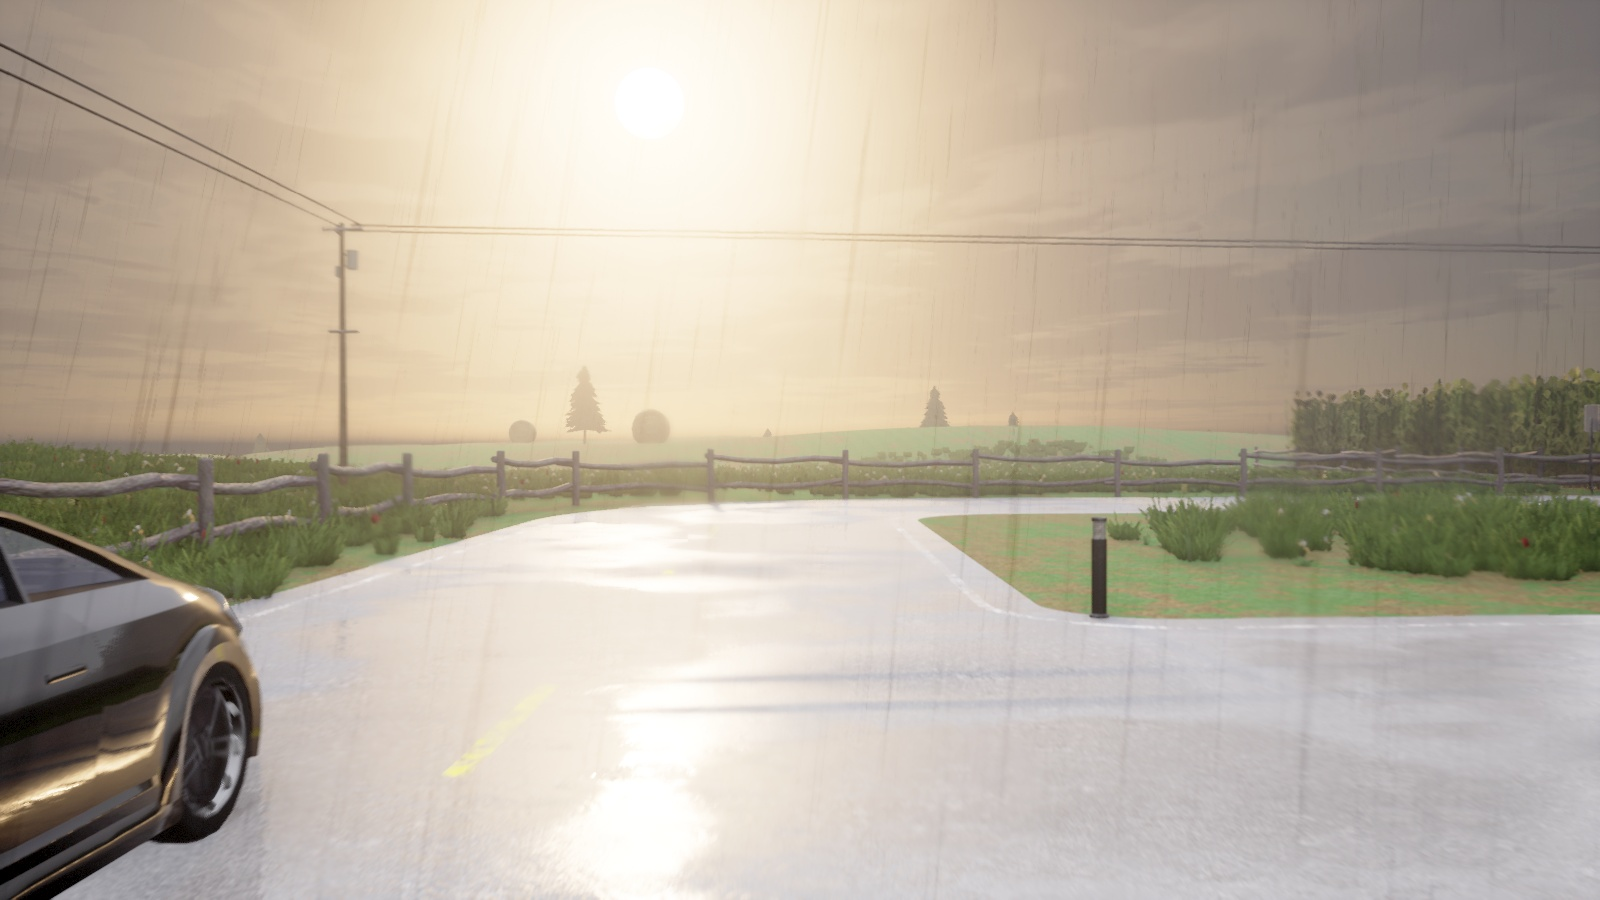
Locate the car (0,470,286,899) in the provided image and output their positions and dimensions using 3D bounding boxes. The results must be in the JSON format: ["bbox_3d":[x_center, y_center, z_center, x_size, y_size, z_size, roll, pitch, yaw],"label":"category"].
[{"bbox_3d":[-3.166,0.790,3.185,1.994,1.385,4.181,0,0,0],"label":"car"}]
